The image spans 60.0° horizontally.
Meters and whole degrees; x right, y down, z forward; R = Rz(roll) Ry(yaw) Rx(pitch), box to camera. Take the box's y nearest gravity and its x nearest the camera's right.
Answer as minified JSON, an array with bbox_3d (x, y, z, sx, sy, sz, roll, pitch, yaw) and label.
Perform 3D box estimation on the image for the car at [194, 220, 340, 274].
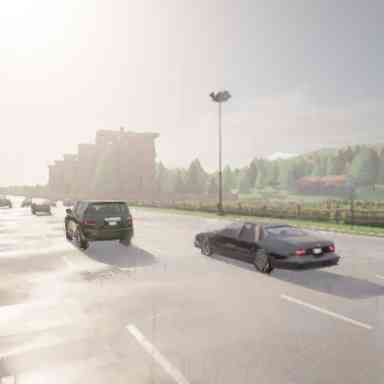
[{"bbox_3d":[2.090,1.624,10.982,2.033,1.411,5.357,0,0,-29],"label":"car"}]

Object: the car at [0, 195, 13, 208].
[{"bbox_3d":[-31.186,1.814,55.608,2.097,1.767,4.553,0,0,-30],"label":"car"}]

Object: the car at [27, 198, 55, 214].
[{"bbox_3d":[-17.963,1.812,39.468,2.128,1.511,4.902,0,0,-29],"label":"car"}]

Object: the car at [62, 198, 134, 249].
[{"bbox_3d":[-4.458,1.344,15.481,2.150,2.045,5.566,0,0,-29],"label":"car"}]

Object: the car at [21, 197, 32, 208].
[{"bbox_3d":[-29.430,2.013,59.593,1.812,1.442,4.674,0,0,-30],"label":"car"}]

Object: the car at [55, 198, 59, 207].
[{"bbox_3d":[-25.645,2.084,60.020,1.895,1.301,4.718,0,0,-30],"label":"car"}]

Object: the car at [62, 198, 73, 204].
[{"bbox_3d":[-31.736,2.227,84.821,1.994,1.385,4.181,0,0,-30],"label":"car"}]

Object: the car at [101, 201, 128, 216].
[{"bbox_3d":[-8.810,1.815,37.483,1.812,1.442,4.674,0,-1,-29],"label":"car"}]

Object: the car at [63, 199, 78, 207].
[{"bbox_3d":[-22.682,2.056,61.892,1.994,1.385,4.181,0,0,-30],"label":"car"}]
